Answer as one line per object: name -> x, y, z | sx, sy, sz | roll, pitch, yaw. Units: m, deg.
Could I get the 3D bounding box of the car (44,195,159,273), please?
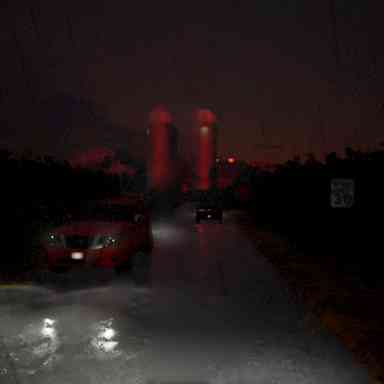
car -> -2.723, 1.248, 11.150 | 2.150, 2.045, 5.566 | 0, 0, 4

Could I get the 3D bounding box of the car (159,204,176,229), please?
car -> -2.136, 1.527, 21.699 | 2.033, 1.411, 5.357 | 0, 0, 3

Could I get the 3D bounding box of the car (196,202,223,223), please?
car -> 1.297, 1.465, 25.218 | 2.128, 1.511, 4.902 | 0, 0, 3
